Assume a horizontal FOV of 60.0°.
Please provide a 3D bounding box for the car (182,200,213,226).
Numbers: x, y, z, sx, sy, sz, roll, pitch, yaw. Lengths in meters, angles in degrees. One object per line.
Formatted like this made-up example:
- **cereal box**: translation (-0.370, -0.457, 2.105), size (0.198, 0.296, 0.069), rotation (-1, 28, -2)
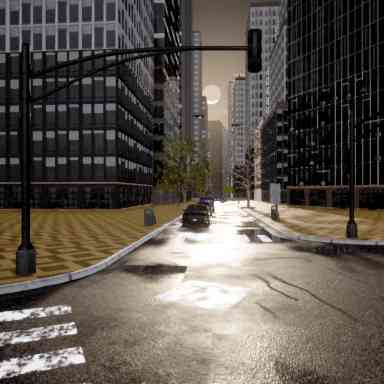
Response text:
- **car**: translation (0.388, 1.654, 25.148), size (1.882, 1.535, 5.008), rotation (0, 0, 5)

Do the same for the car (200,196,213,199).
- **car**: translation (2.030, 1.554, 45.963), size (2.150, 2.045, 5.566), rotation (0, 0, 5)

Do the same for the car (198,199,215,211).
- **car**: translation (1.193, 1.777, 35.336), size (1.812, 1.442, 4.674), rotation (0, 0, 5)
